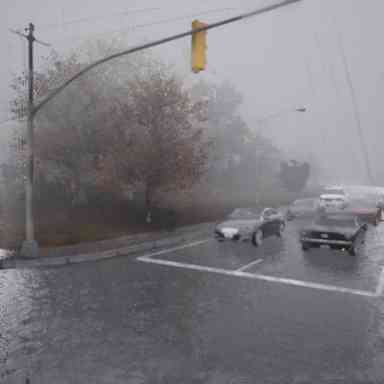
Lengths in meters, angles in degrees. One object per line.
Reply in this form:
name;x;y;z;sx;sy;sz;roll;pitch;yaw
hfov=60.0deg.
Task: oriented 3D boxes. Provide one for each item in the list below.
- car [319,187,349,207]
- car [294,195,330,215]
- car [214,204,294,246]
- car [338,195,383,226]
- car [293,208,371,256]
car;13.782;0.550;32.244;2.150;2.045;5.566;1;3;33
car;8.049;1.227;23.355;1.837;1.490;4.892;0;2;33
car;2.746;1.412;15.101;2.128;1.511;4.902;0;1;33
car;11.105;1.219;21.635;1.882;1.535;5.008;0;2;33
car;5.740;1.545;13.290;1.895;1.301;4.718;0;1;33
